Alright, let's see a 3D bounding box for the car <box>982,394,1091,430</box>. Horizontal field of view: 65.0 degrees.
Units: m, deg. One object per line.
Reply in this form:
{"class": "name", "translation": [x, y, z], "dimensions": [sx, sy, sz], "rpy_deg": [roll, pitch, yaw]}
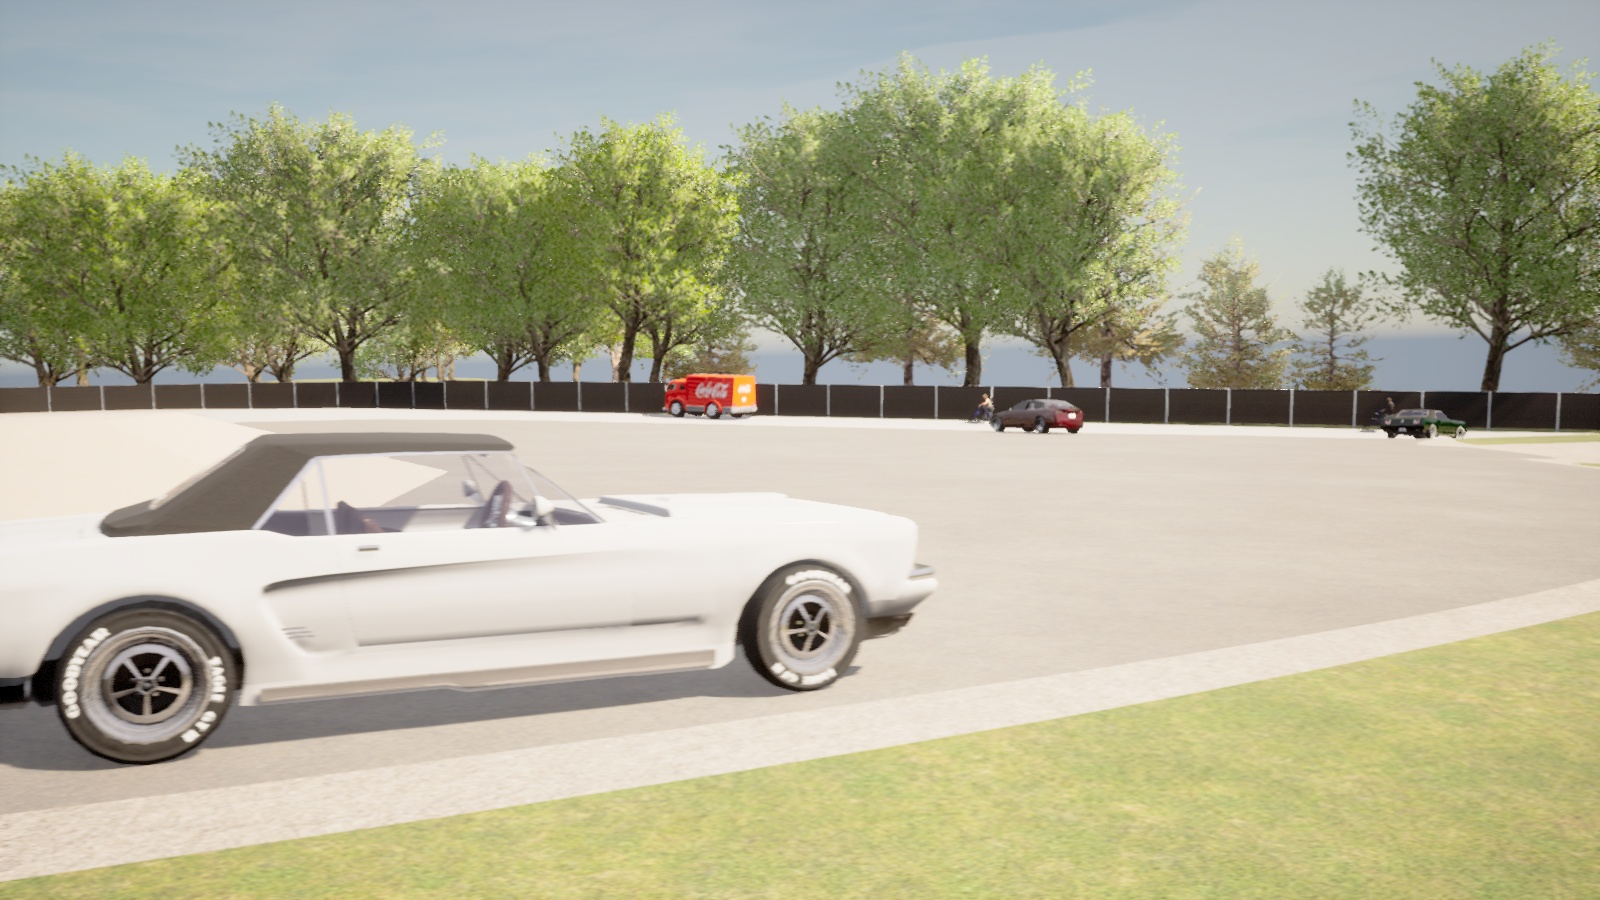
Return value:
{"class": "car", "translation": [10.352, -1.694, 55.391], "dimensions": [2.163, 1.488, 4.792], "rpy_deg": [-2, 2, -29]}

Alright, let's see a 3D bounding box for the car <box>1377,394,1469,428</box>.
{"class": "car", "translation": [27.272, -1.663, 54.910], "dimensions": [4.718, 1.301, 1.895], "rpy_deg": [1, -1, -41]}

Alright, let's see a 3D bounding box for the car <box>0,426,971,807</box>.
{"class": "car", "translation": [-1.678, 0.598, 6.291], "dimensions": [4.718, 1.301, 1.895], "rpy_deg": [-2, 2, -25]}

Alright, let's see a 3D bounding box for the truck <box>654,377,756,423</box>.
{"class": "truck", "translation": [-5.410, -2.913, 71.677], "dimensions": [5.204, 2.467, 2.627], "rpy_deg": [2, 6, 32]}
